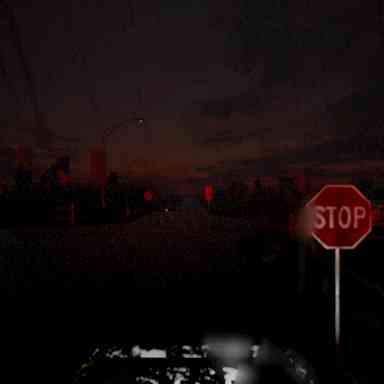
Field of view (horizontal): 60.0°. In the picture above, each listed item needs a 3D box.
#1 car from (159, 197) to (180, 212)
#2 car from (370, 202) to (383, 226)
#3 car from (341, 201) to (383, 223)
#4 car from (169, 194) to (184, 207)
[{"bbox_3d":[-2.840,1.619,39.831,2.033,1.411,5.357,0,0,0],"label":"car"},{"bbox_3d":[14.731,1.740,25.647,5.008,1.535,1.882,1,-1,-20],"label":"car"},{"bbox_3d":[15.621,1.678,29.087,4.553,1.767,2.097,1,-1,-20],"label":"car"},{"bbox_3d":[-2.838,1.337,55.084,2.150,2.045,5.566,0,0,0],"label":"car"}]
